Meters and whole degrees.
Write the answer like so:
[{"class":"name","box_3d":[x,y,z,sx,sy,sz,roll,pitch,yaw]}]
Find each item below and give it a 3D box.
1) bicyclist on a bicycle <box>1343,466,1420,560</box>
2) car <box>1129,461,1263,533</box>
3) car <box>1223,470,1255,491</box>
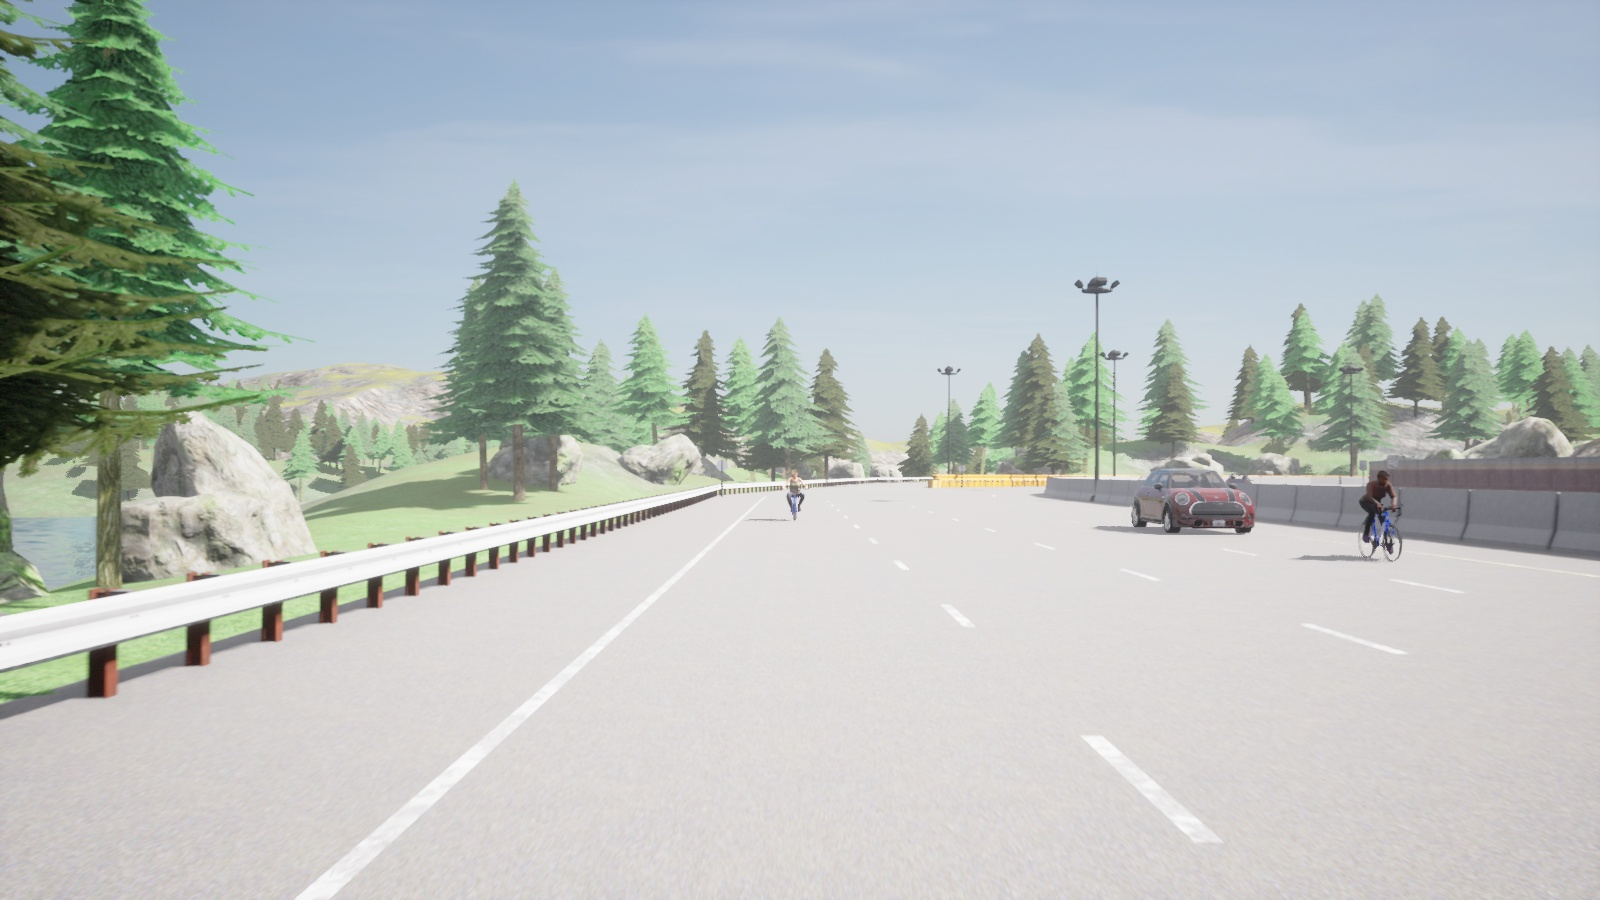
[{"class":"bicyclist on a bicycle","box_3d":[10.434,1.104,22.589,0.582,1.620,1.656,0,-1,0]},{"class":"car","box_3d":[10.380,1.189,33.303,2.097,1.767,4.553,0,-1,0]},{"class":"car","box_3d":[32.049,2.232,91.600,1.845,1.501,3.633,-1,-1,25]}]
